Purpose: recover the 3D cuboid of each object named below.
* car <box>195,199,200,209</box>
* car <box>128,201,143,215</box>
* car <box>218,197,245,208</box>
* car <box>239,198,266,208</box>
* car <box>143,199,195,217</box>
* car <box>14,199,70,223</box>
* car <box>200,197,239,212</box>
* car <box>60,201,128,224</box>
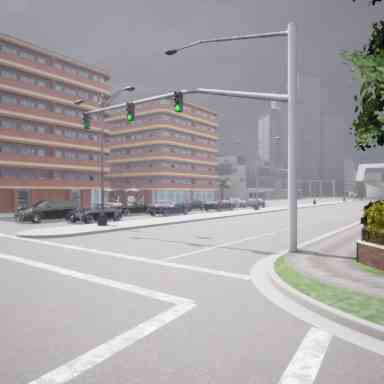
[{"bbox_3d":[-0.199,1.547,40.549,2.033,1.411,5.357,0,0,36],"label":"car"},{"bbox_3d":[-5.838,1.601,32.813,1.895,1.301,4.718,0,0,36],"label":"car"},{"bbox_3d":[5.834,1.526,48.787,1.812,1.442,4.674,0,0,36],"label":"car"},{"bbox_3d":[8.844,1.526,46.974,1.812,1.442,4.674,0,0,36],"label":"car"},{"bbox_3d":[-2.091,1.601,32.005,1.895,1.301,4.718,0,0,36],"label":"car"},{"bbox_3d":[-11.107,1.352,25.582,2.097,1.767,4.553,0,0,36],"label":"car"},{"bbox_3d":[3.305,1.601,39.412,1.895,1.301,4.718,0,0,36],"label":"car"},{"bbox_3d":[-7.249,1.564,24.926,1.994,1.385,4.181,0,0,36],"label":"car"}]
